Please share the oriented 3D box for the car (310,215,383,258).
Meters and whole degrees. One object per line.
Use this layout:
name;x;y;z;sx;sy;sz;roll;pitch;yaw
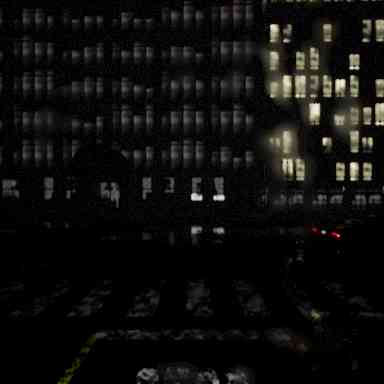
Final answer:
car;7.187;1.559;12.326;5.357;1.411;2.033;2;0;-10
